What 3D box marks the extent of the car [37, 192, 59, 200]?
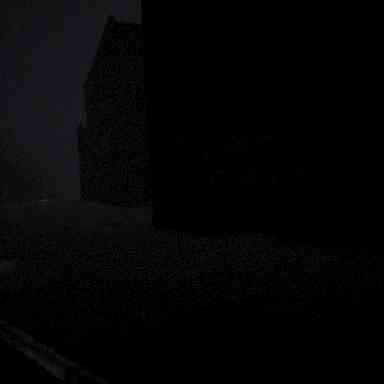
[{"bbox_3d":[-28.039,0.681,64.865,1.895,1.301,4.718,-5,3,7],"label":"car"}]
